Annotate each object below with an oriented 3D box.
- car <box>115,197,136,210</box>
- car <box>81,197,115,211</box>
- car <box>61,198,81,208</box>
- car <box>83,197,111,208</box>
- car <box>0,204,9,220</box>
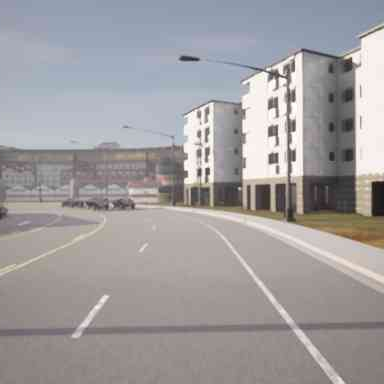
[{"bbox_3d":[-9.030,1.494,43.745,1.837,1.490,4.892,-1,0,-33],"label":"car"},{"bbox_3d":[-11.883,1.508,41.711,2.128,1.511,4.902,-1,0,-33],"label":"car"},{"bbox_3d":[-17.467,1.573,48.768,4.674,1.442,1.812,0,0,44],"label":"car"},{"bbox_3d":[-14.584,1.525,50.821,4.892,1.490,1.837,0,0,44],"label":"car"},{"bbox_3d":[-17.300,1.687,29.014,1.895,1.301,4.718,-1,0,-23],"label":"car"}]
